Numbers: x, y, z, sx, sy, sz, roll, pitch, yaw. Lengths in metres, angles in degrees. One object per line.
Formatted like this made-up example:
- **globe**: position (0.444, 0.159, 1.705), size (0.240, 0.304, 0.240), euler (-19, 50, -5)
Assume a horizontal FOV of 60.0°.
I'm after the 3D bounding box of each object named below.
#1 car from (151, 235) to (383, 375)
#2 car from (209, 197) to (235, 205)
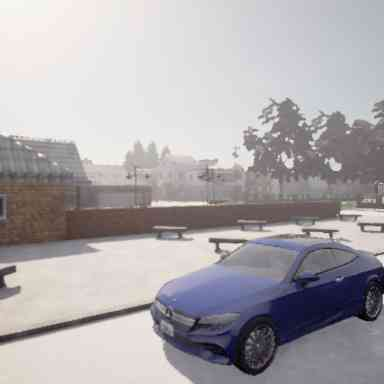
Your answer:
- **car**: position (1.565, 1.522, 5.709), size (4.674, 1.442, 1.812), euler (0, 0, -36)
- **car**: position (4.564, 1.463, 49.034), size (2.128, 1.511, 4.902), euler (0, 0, -35)
